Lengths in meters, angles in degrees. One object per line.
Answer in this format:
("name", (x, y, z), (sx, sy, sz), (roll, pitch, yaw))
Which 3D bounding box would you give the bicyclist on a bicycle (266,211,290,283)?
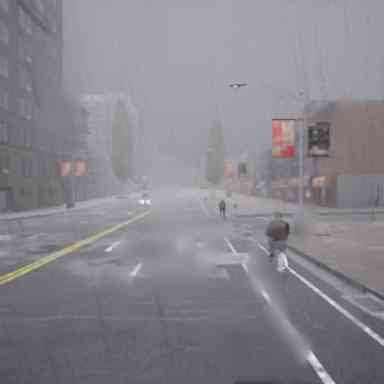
("bicyclist on a bicycle", (2.250, 1.392, 8.834), (0.659, 1.776, 1.843), (0, 0, 0))

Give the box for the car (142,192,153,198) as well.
("car", (-9.750, 0.626, 73.036), (1.895, 1.301, 4.718), (0, 1, 0))

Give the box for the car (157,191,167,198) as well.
("car", (-6.500, 0.570, 73.065), (2.033, 1.411, 5.357), (0, 1, 0))

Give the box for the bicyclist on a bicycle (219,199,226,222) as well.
("bicyclist on a bicycle", (2.231, 1.348, 24.226), (0.582, 1.620, 1.656), (-1, 0, 0))

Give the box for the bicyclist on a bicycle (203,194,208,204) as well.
("bicyclist on a bicycle", (2.252, 1.183, 55.266), (0.866, 1.612, 1.509), (0, 1, 0))
